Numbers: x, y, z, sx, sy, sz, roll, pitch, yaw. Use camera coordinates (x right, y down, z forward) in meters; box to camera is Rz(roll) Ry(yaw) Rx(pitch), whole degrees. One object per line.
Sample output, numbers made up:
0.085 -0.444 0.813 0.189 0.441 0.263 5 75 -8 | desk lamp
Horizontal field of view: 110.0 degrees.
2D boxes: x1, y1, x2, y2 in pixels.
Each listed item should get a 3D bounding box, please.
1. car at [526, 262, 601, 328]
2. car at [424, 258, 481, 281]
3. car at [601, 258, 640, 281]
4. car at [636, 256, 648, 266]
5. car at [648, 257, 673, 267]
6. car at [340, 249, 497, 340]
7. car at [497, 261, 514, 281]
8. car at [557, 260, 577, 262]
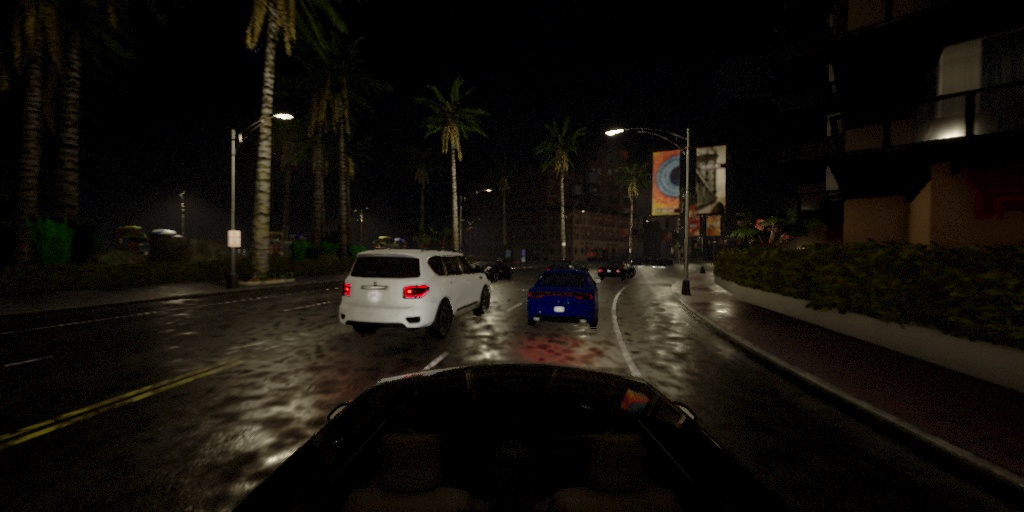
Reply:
1.713 1.134 11.230 1.882 1.535 5.008 1 1 13 | car
-4.235 0.935 26.481 1.812 1.442 4.674 1 1 25 | car
8.011 1.083 27.276 2.033 1.411 5.357 1 1 29 | car
21.413 0.805 59.302 4.892 1.490 1.837 0 1 -44 | car
23.941 0.923 56.891 4.181 1.385 1.994 0 1 -44 | car
-2.239 0.850 9.895 2.150 2.045 5.566 1 1 12 | car
-1.470 1.033 24.009 1.994 1.385 4.181 1 1 24 | car
4.333 1.036 27.808 2.033 1.411 5.357 1 1 28 | car
